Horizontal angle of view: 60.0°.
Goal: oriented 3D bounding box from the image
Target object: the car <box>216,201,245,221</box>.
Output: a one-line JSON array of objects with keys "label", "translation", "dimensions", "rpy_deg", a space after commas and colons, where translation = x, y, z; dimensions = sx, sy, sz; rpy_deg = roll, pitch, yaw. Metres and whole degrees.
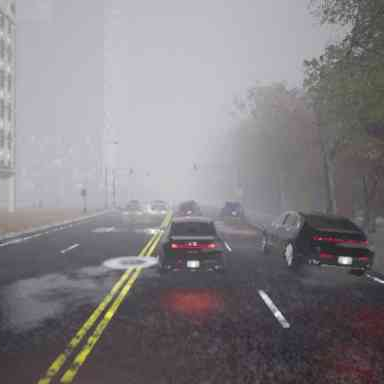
[{"label": "car", "translation": [3.014, 1.420, 26.432], "dimensions": [1.812, 1.442, 4.674], "rpy_deg": [5, -1, -2]}]

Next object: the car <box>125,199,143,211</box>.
[{"label": "car", "translation": [-7.614, 1.747, 43.919], "dimensions": [1.837, 1.490, 4.892], "rpy_deg": [0, -1, -3]}]

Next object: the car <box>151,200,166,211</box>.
[{"label": "car", "translation": [-4.367, 1.769, 44.077], "dimensions": [1.812, 1.442, 4.674], "rpy_deg": [0, 0, -3]}]

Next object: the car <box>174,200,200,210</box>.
[{"label": "car", "translation": [-0.364, 1.464, 26.519], "dimensions": [1.812, 1.442, 4.674], "rpy_deg": [-15, -2, -4]}]

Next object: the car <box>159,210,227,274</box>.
[{"label": "car", "translation": [0.001, 1.552, 10.690], "dimensions": [1.837, 1.490, 4.892], "rpy_deg": [0, 0, -1]}]

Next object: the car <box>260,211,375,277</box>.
[{"label": "car", "translation": [3.356, 1.316, 9.749], "dimensions": [1.837, 1.490, 4.892], "rpy_deg": [5, -1, -1]}]
